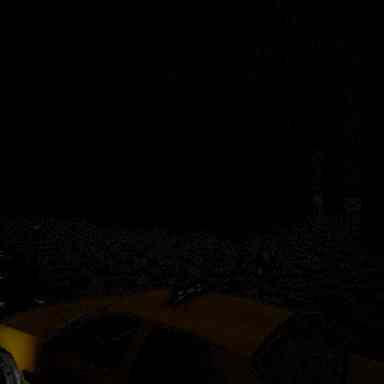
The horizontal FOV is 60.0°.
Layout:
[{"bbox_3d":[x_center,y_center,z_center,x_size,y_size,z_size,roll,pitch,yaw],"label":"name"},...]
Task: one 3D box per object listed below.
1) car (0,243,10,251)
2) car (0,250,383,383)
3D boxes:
[{"bbox_3d":[-4.709,1.502,6.322,4.403,1.369,2.008,0,0,36],"label":"car"},{"bbox_3d":[-0.260,1.513,3.147,4.829,1.417,1.752,0,0,36],"label":"car"}]
